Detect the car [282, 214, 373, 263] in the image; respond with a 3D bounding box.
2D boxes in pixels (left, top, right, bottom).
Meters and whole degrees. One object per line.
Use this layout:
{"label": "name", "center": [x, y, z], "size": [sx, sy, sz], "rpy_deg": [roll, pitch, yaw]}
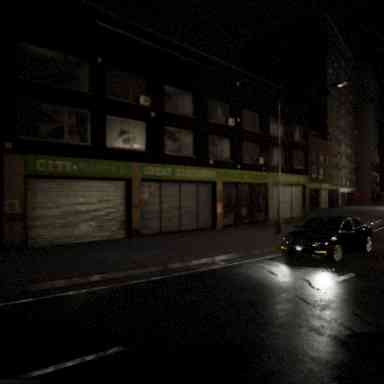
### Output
{"label": "car", "center": [5.299, 1.652, 12.708], "size": [4.892, 1.490, 1.837], "rpy_deg": [1, -1, -43]}
